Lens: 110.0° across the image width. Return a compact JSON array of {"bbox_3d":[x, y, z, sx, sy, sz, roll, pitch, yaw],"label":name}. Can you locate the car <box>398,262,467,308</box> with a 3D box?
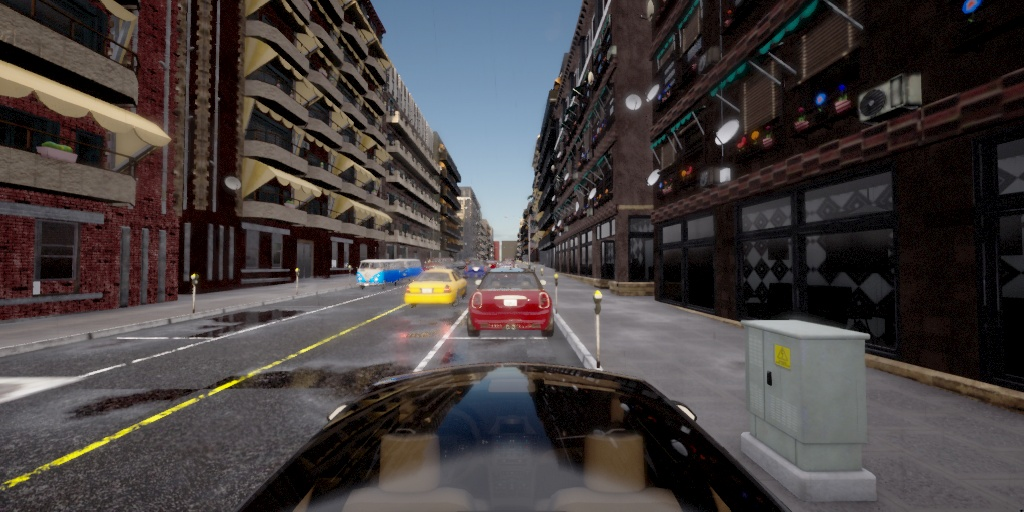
[{"bbox_3d":[-3.019,1.215,15.284,1.801,1.575,5.366,0,0,0],"label":"car"}]

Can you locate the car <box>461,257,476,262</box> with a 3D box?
[{"bbox_3d":[-2.930,1.134,31.445,2.097,1.767,4.553,0,0,0],"label":"car"}]

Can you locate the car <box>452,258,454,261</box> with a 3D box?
[{"bbox_3d":[-8.335,1.128,44.724,2.192,1.841,5.009,0,0,0],"label":"car"}]

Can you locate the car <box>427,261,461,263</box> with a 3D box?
[{"bbox_3d":[-5.864,1.347,31.541,1.994,1.385,4.181,0,0,0],"label":"car"}]

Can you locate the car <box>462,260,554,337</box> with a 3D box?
[{"bbox_3d":[-0.033,1.108,10.473,2.097,1.767,4.553,0,0,0],"label":"car"}]

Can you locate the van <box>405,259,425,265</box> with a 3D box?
[{"bbox_3d":[-8.335,1.118,28.134,1.690,1.789,3.998,0,0,0],"label":"van"}]

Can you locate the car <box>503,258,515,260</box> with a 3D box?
[{"bbox_3d":[-0.445,1.240,39.134,1.967,1.591,4.097,0,0,0],"label":"car"}]

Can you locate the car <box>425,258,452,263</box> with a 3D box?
[{"bbox_3d":[-8.335,1.115,39.194,2.192,1.841,5.009,0,0,0],"label":"car"}]

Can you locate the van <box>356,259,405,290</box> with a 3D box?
[{"bbox_3d":[-8.335,1.108,22.603,1.690,1.789,3.998,0,0,0],"label":"van"}]
